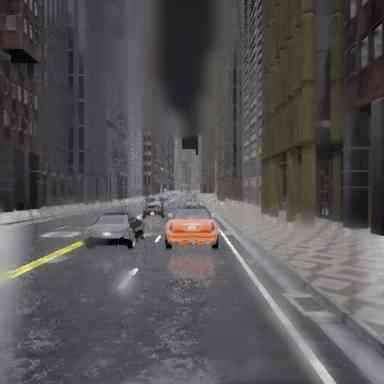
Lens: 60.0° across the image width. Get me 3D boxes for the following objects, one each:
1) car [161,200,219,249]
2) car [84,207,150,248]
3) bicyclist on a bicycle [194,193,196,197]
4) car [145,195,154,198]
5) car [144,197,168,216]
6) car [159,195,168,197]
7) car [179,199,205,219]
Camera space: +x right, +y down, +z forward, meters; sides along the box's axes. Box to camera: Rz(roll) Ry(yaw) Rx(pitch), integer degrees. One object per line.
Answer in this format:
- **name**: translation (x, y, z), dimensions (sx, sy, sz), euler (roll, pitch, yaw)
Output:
- **car**: translation (0.000, 1.360, 14.620), dimensions (2.097, 1.767, 4.553), euler (0, 0, 0)
- **car**: translation (-3.250, 1.566, 14.650), dimensions (1.994, 1.385, 4.181), euler (0, 0, 0)
- **bicyclist on a bicycle**: translation (0.892, 1.183, 90.480), dimensions (0.659, 1.776, 1.843), euler (0, 0, 0)
- **car**: translation (-9.750, 1.332, 76.737), dimensions (1.882, 1.535, 5.008), euler (0, 0, 0)
- **car**: translation (-3.250, 1.497, 29.650), dimensions (1.837, 1.490, 4.892), euler (0, 0, 0)
- **car**: translation (-6.500, 1.333, 76.736), dimensions (1.882, 1.535, 5.008), euler (0, 0, 0)
- **car**: translation (0.000, 1.476, 29.650), dimensions (2.128, 1.511, 4.902), euler (0, 0, 0)
